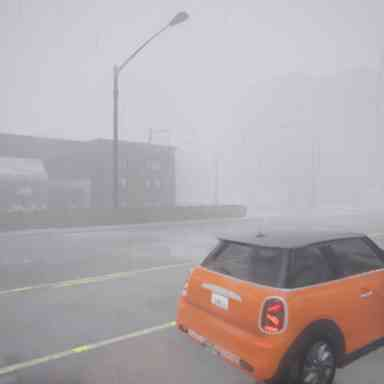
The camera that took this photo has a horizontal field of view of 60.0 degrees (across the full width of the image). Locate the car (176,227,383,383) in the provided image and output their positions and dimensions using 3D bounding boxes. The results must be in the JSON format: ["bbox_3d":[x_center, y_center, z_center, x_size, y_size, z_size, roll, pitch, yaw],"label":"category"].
[{"bbox_3d":[2.068,1.357,5.320,4.553,1.767,2.097,0,0,-36],"label":"car"}]
